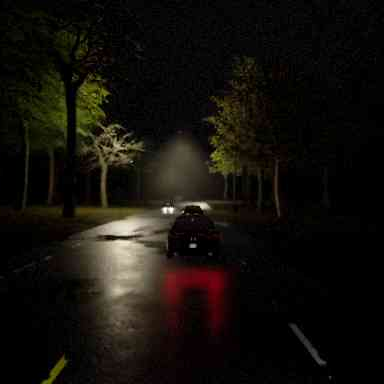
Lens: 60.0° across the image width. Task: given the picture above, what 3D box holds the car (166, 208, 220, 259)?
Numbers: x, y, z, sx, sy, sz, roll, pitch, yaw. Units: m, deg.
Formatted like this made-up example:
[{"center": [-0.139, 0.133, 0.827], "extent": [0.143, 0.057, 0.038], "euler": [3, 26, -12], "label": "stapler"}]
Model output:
[{"center": [0.057, 1.644, 13.442], "extent": [1.882, 1.535, 5.008], "euler": [0, 0, 1], "label": "car"}]

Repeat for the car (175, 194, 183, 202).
[{"center": [-3.352, 1.446, 81.375], "extent": [2.150, 2.045, 5.566], "euler": [0, 0, -2], "label": "car"}]

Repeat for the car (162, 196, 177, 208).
[{"center": [-4.160, 1.927, 58.099], "extent": [2.128, 1.511, 4.902], "euler": [0, 0, -4], "label": "car"}]

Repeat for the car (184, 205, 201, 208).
[{"center": [0.051, 1.815, 27.276], "extent": [1.837, 1.490, 4.892], "euler": [0, 0, 1], "label": "car"}]
